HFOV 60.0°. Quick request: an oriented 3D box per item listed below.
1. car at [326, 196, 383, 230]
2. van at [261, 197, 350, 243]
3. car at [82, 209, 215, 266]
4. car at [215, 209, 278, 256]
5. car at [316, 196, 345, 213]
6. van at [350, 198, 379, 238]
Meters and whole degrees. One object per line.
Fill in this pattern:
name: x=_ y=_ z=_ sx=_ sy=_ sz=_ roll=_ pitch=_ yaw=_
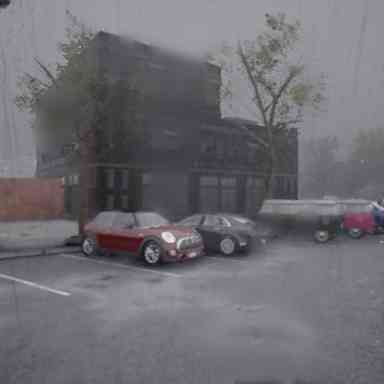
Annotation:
car: x=10.294 y=1.426 z=20.400 sx=5.566 sy=2.045 sz=2.435 roll=-1 pitch=-1 yaw=34
van: x=5.352 y=1.397 z=17.037 sx=4.442 sy=1.987 sz=1.878 roll=-1 pitch=-1 yaw=35
car: x=-1.800 y=1.412 z=11.836 sx=4.553 sy=1.767 sz=2.185 roll=-1 pitch=-1 yaw=35
car: x=0.639 y=1.567 z=13.537 sx=4.892 sy=1.521 sz=2.231 roll=-1 pitch=-1 yaw=34
car: x=19.259 y=1.635 z=46.081 sx=2.435 sy=2.045 sz=5.566 roll=0 pitch=0 yaw=36
van: x=7.761 y=1.425 z=18.755 sx=4.442 sy=1.987 sz=1.878 roll=-1 pitch=-1 yaw=35
